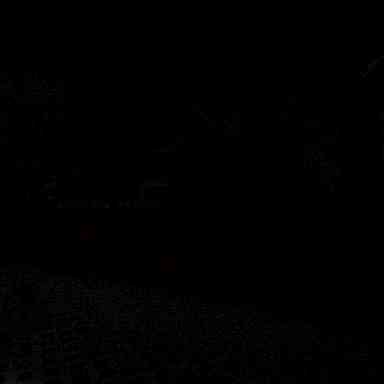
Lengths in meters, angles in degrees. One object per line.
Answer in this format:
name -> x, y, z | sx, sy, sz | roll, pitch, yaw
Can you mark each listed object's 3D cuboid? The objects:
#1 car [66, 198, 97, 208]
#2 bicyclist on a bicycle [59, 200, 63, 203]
car -> -11.811, 1.693, 34.165 | 2.150, 2.045, 5.566 | -3, -2, 22
bicyclist on a bicycle -> -9.455, 1.380, 24.359 | 1.656, 1.620, 0.582 | -3, -2, 22
